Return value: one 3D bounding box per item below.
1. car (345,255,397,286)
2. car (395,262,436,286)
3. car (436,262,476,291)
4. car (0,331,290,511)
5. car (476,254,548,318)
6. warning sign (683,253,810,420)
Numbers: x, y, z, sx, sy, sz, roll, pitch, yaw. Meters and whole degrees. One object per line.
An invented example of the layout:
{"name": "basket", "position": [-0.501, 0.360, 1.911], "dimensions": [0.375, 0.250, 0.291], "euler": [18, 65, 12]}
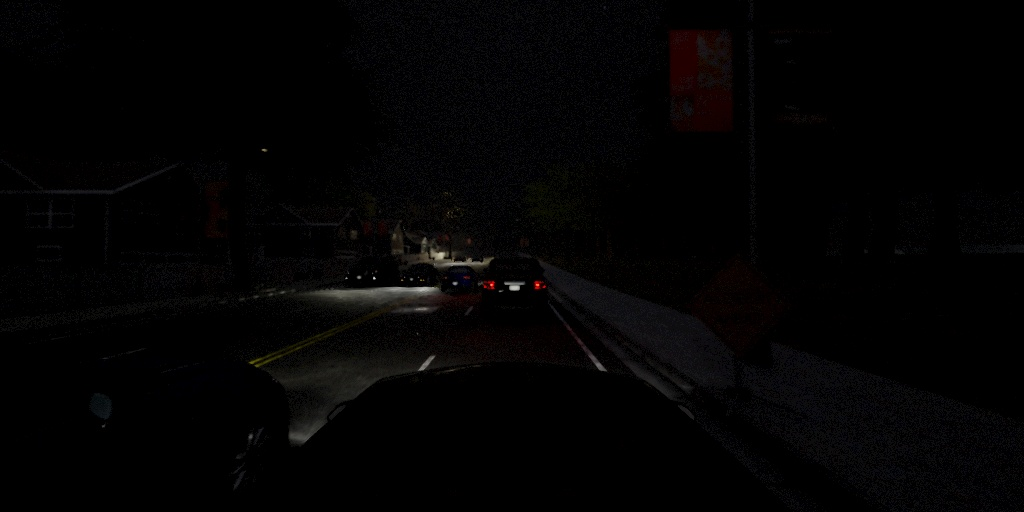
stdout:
{"name": "car", "position": [-9.854, 0.981, 25.852], "dimensions": [2.150, 2.045, 5.566], "euler": [0, 1, 0]}
{"name": "car", "position": [-6.604, 1.264, 25.933], "dimensions": [1.837, 1.490, 4.892], "euler": [0, 1, 0]}
{"name": "car", "position": [-3.155, 1.320, 22.173], "dimensions": [1.812, 1.442, 4.674], "euler": [0, 0, 0]}
{"name": "car", "position": [-3.149, 1.100, 1.527], "dimensions": [2.097, 1.767, 4.553], "euler": [0, -1, 0]}
{"name": "car", "position": [0.089, 1.047, 13.554], "dimensions": [2.150, 2.045, 5.566], "euler": [0, 0, 0]}
{"name": "warning sign", "position": [2.850, 0.897, 4.501], "dimensions": [1.300, 1.860, 1.060], "euler": [0, 0, 0]}
